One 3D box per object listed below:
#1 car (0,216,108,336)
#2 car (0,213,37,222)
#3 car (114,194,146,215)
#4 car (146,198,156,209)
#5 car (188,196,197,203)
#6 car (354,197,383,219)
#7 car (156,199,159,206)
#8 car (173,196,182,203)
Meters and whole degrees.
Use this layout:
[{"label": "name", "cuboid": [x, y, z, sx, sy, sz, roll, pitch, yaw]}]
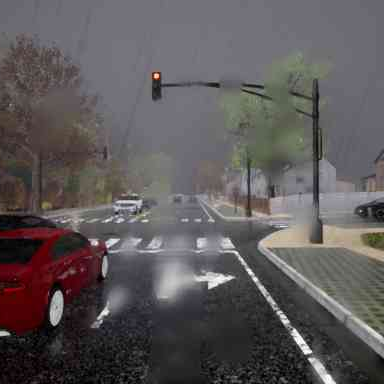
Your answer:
[{"label": "car", "cuboid": [-3.145, 1.480, 6.878, 1.882, 1.535, 5.008, 0, 0, 0]}, {"label": "car", "cuboid": [-6.592, 1.532, 11.979, 1.812, 1.442, 4.674, -1, 0, 6]}, {"label": "car", "cuboid": [-6.574, 1.243, 34.869, 2.150, 2.045, 5.566, 0, 0, 0]}, {"label": "car", "cuboid": [-6.565, 1.524, 44.905, 2.128, 1.511, 4.902, 0, 0, 0]}, {"label": "car", "cuboid": [0.150, 1.617, 69.770, 2.033, 1.411, 5.357, 0, 0, 0]}, {"label": "car", "cuboid": [13.266, 1.034, 22.489, 4.181, 1.385, 1.994, -2, -1, -6]}, {"label": "car", "cuboid": [-6.547, 1.610, 55.033, 1.994, 1.385, 4.181, 0, 0, 0]}, {"label": "car", "cuboid": [-3.112, 1.617, 70.283, 2.033, 1.411, 5.357, 0, 0, 0]}]
